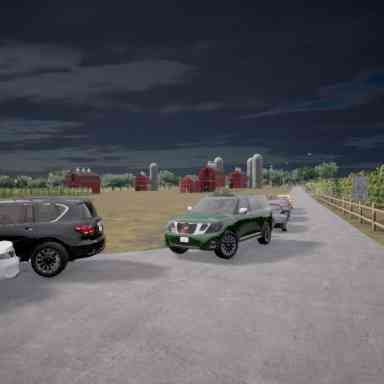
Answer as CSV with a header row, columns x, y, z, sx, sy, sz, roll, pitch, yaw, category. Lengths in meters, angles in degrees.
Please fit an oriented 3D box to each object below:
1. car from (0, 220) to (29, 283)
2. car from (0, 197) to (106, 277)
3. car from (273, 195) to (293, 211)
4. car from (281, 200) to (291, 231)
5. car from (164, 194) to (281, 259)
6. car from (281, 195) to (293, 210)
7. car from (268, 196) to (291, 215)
x,y,z,sx,sy,sz,roll,pitch,yaw,category
-6.105,1.612,6.679,4.674,1.442,1.812,-2,2,-38,car
-5.365,1.225,9.595,5.566,2.045,2.150,-1,1,-4,car
10.003,1.104,36.475,1.882,1.535,5.008,0,1,18,car
4.415,1.377,18.993,1.994,1.385,4.181,0,0,17,car
1.298,1.106,12.668,2.150,2.045,5.566,0,0,34,car
6.266,1.231,24.727,1.882,1.535,5.008,0,0,18,car
8.189,1.193,30.772,1.837,1.490,4.892,0,0,18,car
